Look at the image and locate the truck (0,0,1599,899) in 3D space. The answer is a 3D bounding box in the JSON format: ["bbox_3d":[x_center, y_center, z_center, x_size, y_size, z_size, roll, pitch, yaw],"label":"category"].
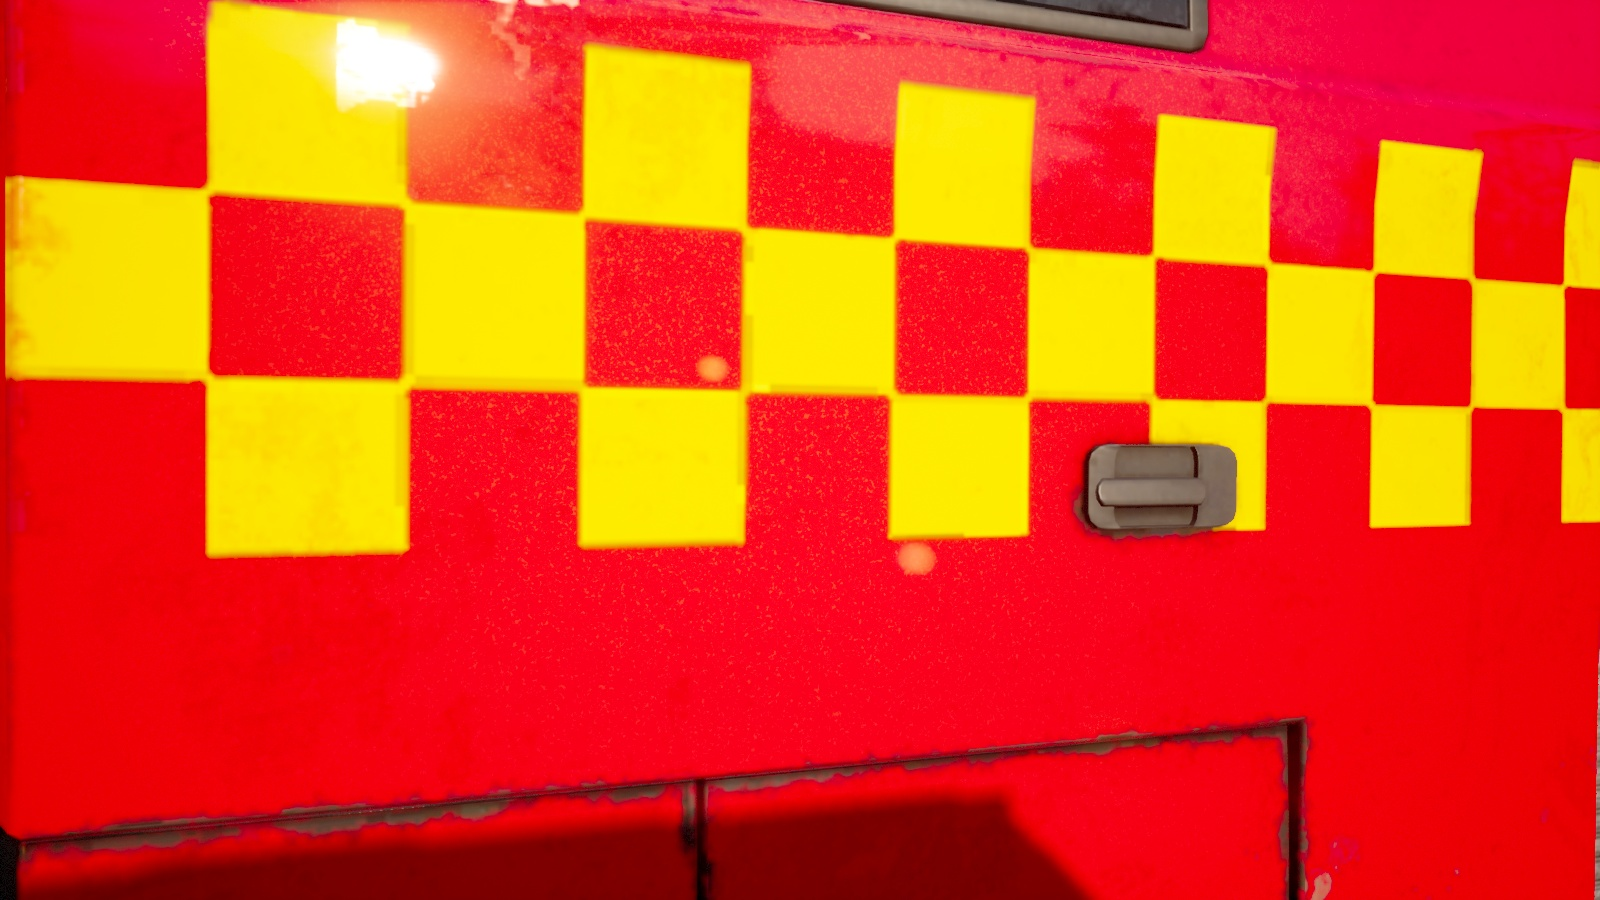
[{"bbox_3d":[0.048,-0.420,3.242,8.468,3.827,2.891,-1,1,-21],"label":"truck"}]
